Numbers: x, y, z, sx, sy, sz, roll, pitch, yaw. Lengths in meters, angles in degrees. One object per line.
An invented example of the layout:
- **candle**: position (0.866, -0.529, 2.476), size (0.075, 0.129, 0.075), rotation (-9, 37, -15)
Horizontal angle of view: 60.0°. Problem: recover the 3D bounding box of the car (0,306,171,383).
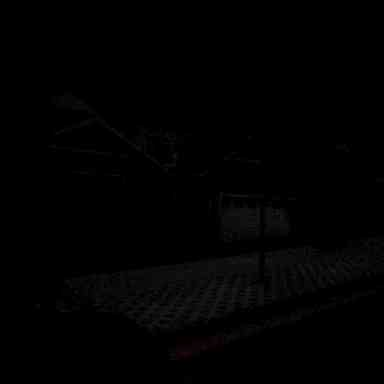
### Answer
- **car**: position (-2.318, 1.478, 1.418), size (4.902, 1.511, 2.128), rotation (1, 0, -36)
